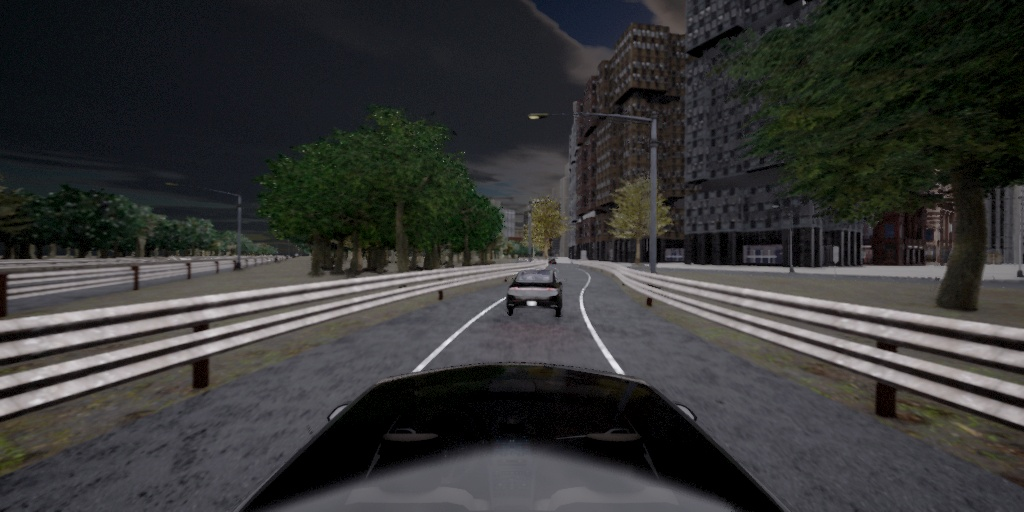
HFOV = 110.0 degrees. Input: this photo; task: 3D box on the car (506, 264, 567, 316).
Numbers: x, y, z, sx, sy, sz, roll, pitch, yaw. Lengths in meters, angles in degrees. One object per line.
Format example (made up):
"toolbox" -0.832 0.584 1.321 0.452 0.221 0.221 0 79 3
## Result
"car" 0.975 1.246 13.440 2.128 1.511 4.902 0 0 9
